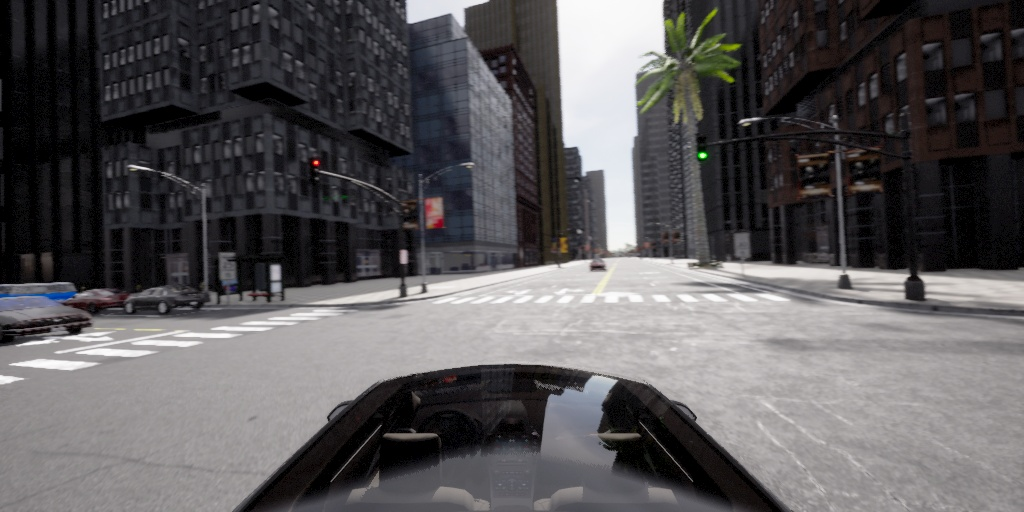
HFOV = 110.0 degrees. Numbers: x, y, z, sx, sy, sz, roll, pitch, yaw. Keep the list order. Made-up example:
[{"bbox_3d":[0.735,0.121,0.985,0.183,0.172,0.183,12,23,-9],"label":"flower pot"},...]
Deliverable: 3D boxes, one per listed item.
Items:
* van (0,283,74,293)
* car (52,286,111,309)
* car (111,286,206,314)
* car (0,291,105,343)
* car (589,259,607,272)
[{"bbox_3d":[-29.302,2.574,22.385,3.998,1.789,1.690,0,0,17],"label":"van"},{"bbox_3d":[-23.875,2.568,20.736,4.207,1.307,1.802,0,0,17],"label":"car"},{"bbox_3d":[-18.447,2.290,19.087,4.403,1.370,2.007,0,0,17],"label":"car"},{"bbox_3d":[-17.635,2.161,12.712,5.357,1.411,2.033,-3,-1,17],"label":"car"},{"bbox_3d":[11.451,1.124,47.760,2.097,1.767,4.553,-3,-1,17],"label":"car"}]
